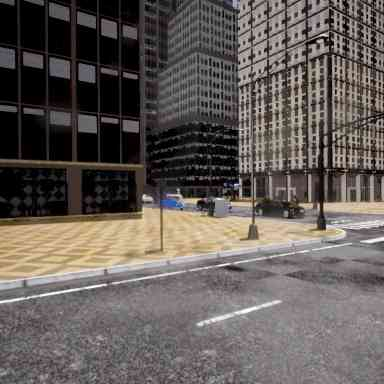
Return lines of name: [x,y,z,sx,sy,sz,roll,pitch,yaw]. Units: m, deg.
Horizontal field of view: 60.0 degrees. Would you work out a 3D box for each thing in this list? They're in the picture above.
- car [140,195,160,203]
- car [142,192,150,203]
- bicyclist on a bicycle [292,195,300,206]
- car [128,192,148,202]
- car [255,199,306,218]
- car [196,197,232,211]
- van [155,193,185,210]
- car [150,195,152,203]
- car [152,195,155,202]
car: [-7.855,1.239,62.567,1.887,1.381,4.507,0,0,-34]
car: [-8.578,1.254,59.002,1.812,1.442,4.674,-1,1,-34]
bicyclist on a bicycle: [11.987,1.119,38.432,1.656,1.620,0.582,-1,1,-34]
car: [-10.955,0.982,67.157,2.192,1.841,5.009,0,0,-34]
car: [7.679,1.420,29.205,1.837,1.490,4.892,-1,1,-34]
car: [2.407,1.362,37.015,2.128,1.511,4.902,-1,1,-34]
van: [-2.401,1.211,39.514,1.690,1.788,3.998,0,0,-34]
car: [-4.755,1.036,57.975,2.192,1.841,5.009,0,0,-34]
car: [-3.242,1.349,45.395,1.812,1.442,4.674,-1,1,-34]
